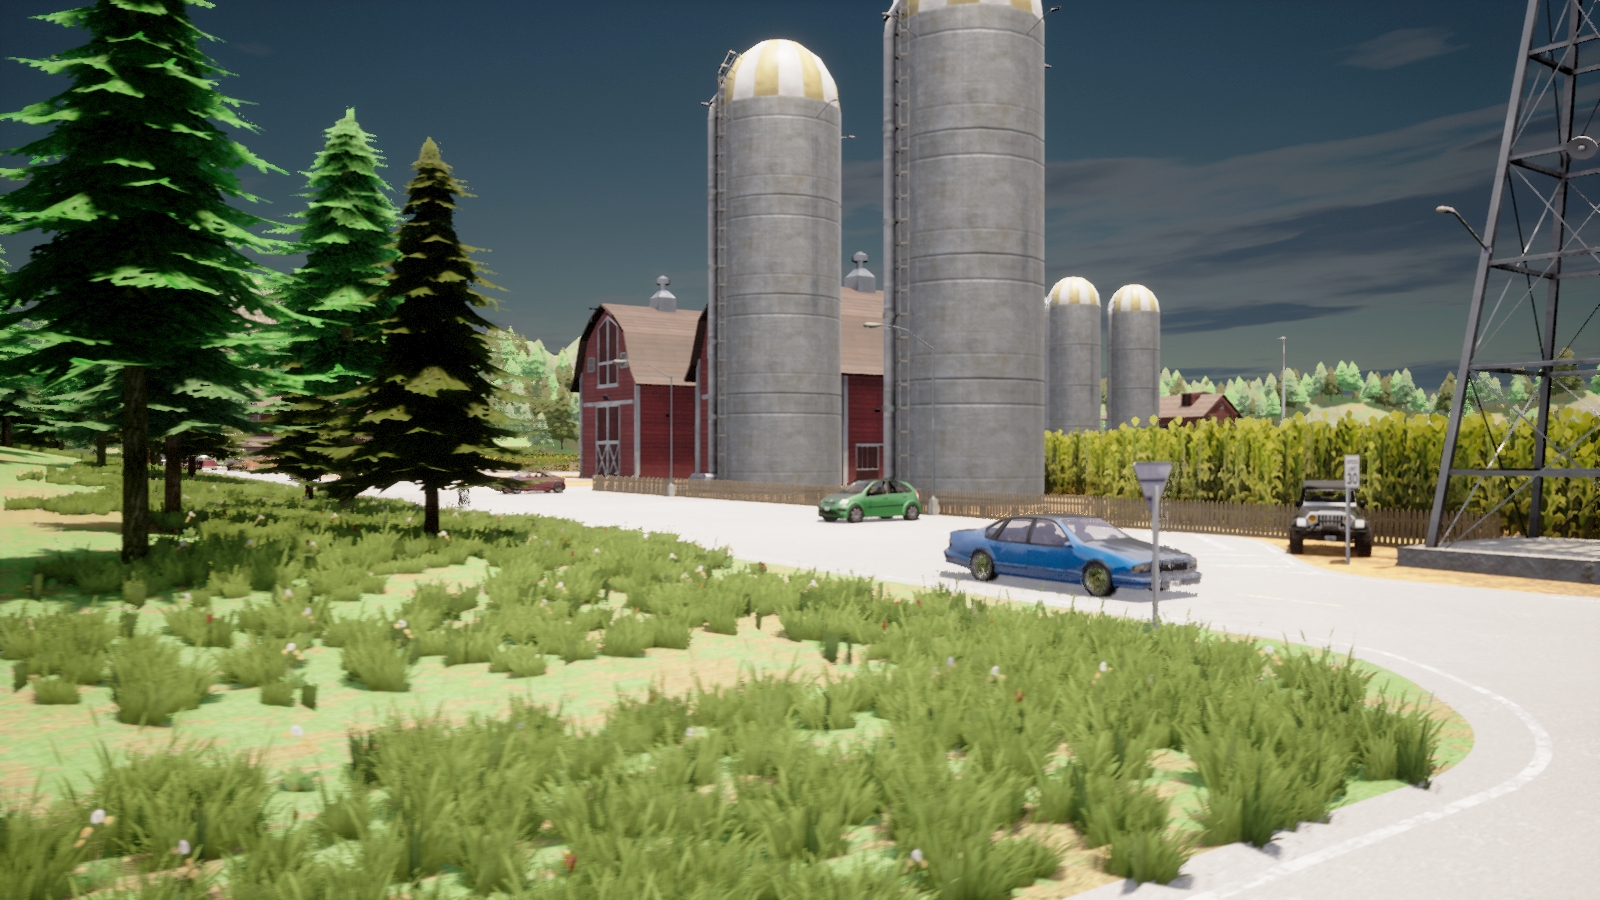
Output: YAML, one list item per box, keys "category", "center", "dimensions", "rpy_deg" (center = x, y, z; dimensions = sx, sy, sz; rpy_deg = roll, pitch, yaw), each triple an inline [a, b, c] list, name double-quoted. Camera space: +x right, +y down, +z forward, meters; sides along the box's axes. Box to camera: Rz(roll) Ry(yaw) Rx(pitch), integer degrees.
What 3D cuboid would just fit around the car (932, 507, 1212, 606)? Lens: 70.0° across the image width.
- category: "car"
  center: [5.141, 1.971, 22.433]
  dimensions: [2.033, 1.411, 5.357]
  rpy_deg: [0, 0, -34]
